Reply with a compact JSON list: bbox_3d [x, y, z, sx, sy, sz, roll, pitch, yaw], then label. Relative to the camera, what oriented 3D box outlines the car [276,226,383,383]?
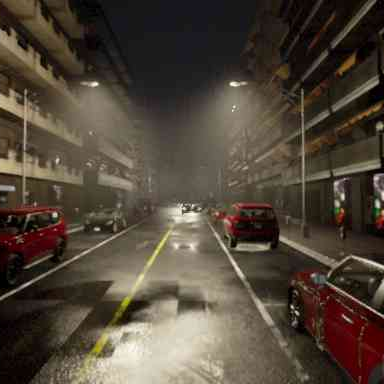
[{"bbox_3d":[2.592,1.474,4.160,1.967,1.590,4.097,1,0,0],"label":"car"}]

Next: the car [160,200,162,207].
[{"bbox_3d":[-5.311,1.925,42.929,1.887,1.381,4.507,1,-1,0],"label":"car"}]

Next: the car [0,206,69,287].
[{"bbox_3d":[-5.294,1.394,9.749,2.192,1.841,5.009,1,0,0],"label":"car"}]

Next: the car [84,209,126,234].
[{"bbox_3d":[-5.304,1.737,20.809,1.947,1.339,4.313,1,0,0],"label":"car"}]

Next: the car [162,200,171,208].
[{"bbox_3d":[-5.317,2.140,59.522,1.802,1.307,4.206,1,-1,0],"label":"car"}]

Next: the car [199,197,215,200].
[{"bbox_3d":[2.539,1.753,48.410,2.192,1.841,5.009,1,-1,0],"label":"car"}]

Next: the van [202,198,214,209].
[{"bbox_3d":[2.536,1.838,53.941,1.690,1.788,3.998,1,-1,0],"label":"van"}]

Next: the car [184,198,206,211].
[{"bbox_3d":[-0.008,1.463,29.870,1.895,1.301,4.718,0,-1,0],"label":"car"}]

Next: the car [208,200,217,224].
[{"bbox_3d":[2.543,1.661,26.284,1.967,1.590,4.097,1,-1,0],"label":"car"}]

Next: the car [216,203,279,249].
[{"bbox_3d":[2.550,1.439,15.222,2.192,1.841,5.009,1,0,0],"label":"car"}]

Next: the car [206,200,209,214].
[{"bbox_3d":[2.537,1.907,37.345,1.802,1.307,4.206,1,-1,0],"label":"car"}]

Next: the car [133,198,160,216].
[{"bbox_3d":[-5.303,1.640,37.400,2.192,1.841,5.009,1,-1,0],"label":"car"}]
